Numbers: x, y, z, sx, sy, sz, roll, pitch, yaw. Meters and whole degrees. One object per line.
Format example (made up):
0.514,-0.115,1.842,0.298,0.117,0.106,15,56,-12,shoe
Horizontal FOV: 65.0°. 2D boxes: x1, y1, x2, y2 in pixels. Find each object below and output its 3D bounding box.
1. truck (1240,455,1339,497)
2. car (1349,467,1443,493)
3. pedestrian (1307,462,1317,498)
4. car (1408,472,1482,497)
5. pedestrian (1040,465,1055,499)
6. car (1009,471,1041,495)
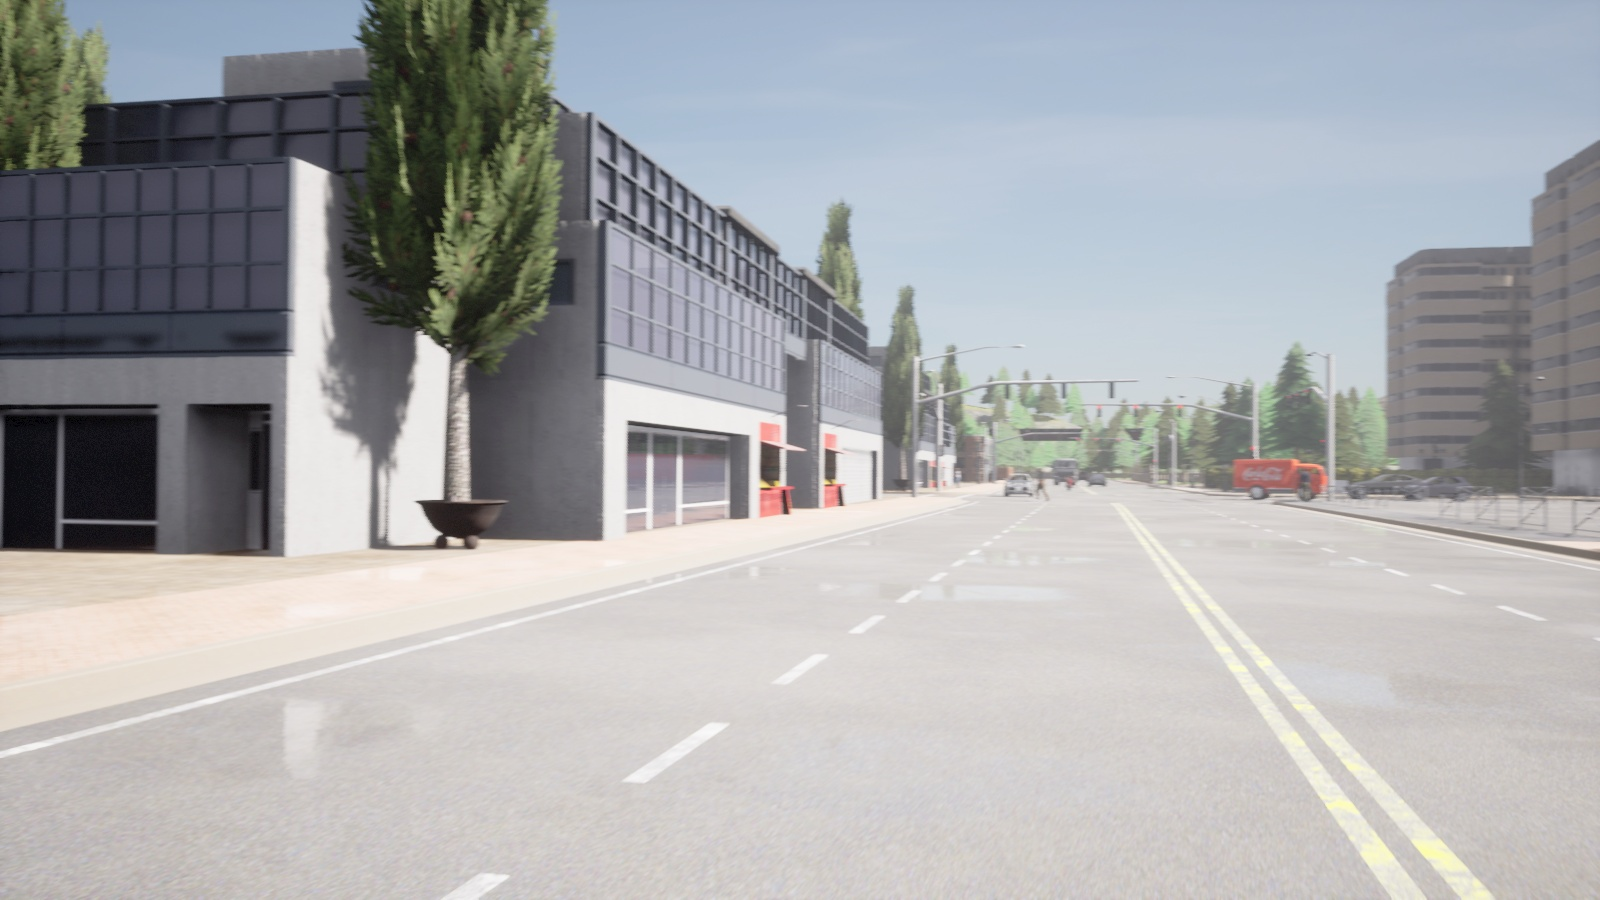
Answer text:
29.474,1.565,75.589,5.204,2.467,2.627,-1,-1,30,truck
37.852,1.893,79.874,5.027,1.651,2.152,0,-1,12,car
25.813,1.509,63.325,0.370,1.835,0.726,0,-1,13,pedestrian
39.019,2.063,76.054,3.633,1.501,1.845,0,-1,12,car
13.296,1.713,67.443,0.694,1.848,0.540,0,-1,6,pedestrian
14.558,2.128,81.113,1.970,1.475,3.806,0,-1,11,car
